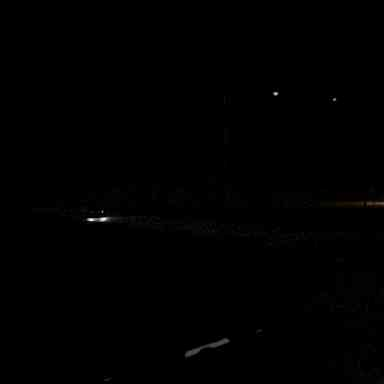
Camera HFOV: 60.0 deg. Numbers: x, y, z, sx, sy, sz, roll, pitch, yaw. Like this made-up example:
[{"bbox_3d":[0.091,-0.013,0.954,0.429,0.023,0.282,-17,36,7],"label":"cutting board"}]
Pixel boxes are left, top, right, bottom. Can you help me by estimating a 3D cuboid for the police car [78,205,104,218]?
[{"bbox_3d":[-12.692,2.446,41.933,2.038,1.542,4.974,-2,0,-36],"label":"police car"}]
